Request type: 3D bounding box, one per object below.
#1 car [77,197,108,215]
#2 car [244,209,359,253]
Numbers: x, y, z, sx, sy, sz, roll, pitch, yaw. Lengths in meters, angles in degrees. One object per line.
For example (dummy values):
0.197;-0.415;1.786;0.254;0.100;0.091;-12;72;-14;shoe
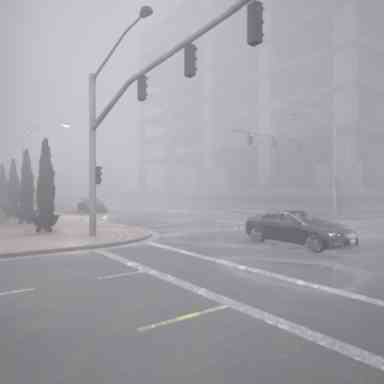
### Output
-10.511;1.382;34.921;2.097;1.767;4.553;0;0;-35;car
4.333;1.503;13.869;2.128;1.511;4.902;0;0;-35;car
